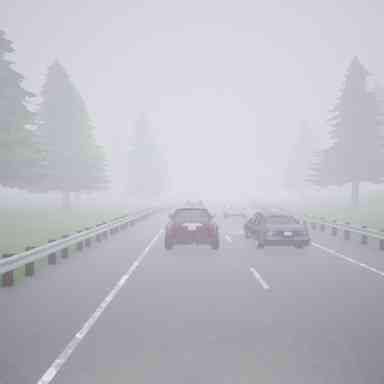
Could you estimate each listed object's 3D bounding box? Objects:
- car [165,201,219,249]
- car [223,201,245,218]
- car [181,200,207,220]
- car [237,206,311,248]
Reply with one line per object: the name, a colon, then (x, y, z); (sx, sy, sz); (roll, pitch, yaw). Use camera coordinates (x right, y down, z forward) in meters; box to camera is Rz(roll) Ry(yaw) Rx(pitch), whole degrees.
car: (0.000, 1.366, 14.620); (2.097, 1.767, 4.553); (0, 0, 0)
car: (3.766, 1.533, 29.418); (1.812, 1.442, 4.674); (0, 0, 2)
car: (0.269, 1.495, 29.570); (2.128, 1.511, 4.902); (0, 0, 2)
car: (3.500, 1.563, 14.650); (2.033, 1.411, 5.357); (0, 0, 0)
